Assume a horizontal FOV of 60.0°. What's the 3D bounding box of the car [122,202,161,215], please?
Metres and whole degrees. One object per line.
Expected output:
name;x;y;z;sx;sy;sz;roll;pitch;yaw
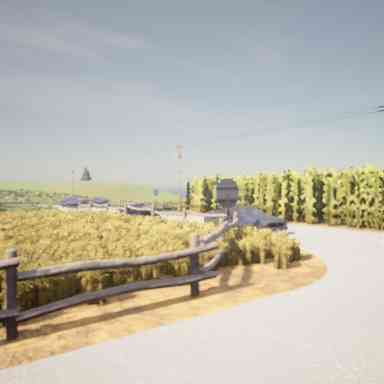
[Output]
car;-4.540;1.561;29.239;1.895;1.301;4.718;0;0;-35

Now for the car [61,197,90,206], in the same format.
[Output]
car;-19.167;1.554;54.602;4.718;1.301;1.895;0;0;33

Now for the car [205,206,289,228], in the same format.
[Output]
car;2.832;1.509;18.756;2.033;1.411;5.357;0;0;-33

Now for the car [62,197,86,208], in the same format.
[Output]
car;-16.712;1.438;46.527;1.882;1.535;5.008;0;0;-35

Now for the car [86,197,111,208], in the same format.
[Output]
car;-12.897;1.477;46.798;1.812;1.442;4.674;0;0;-35
